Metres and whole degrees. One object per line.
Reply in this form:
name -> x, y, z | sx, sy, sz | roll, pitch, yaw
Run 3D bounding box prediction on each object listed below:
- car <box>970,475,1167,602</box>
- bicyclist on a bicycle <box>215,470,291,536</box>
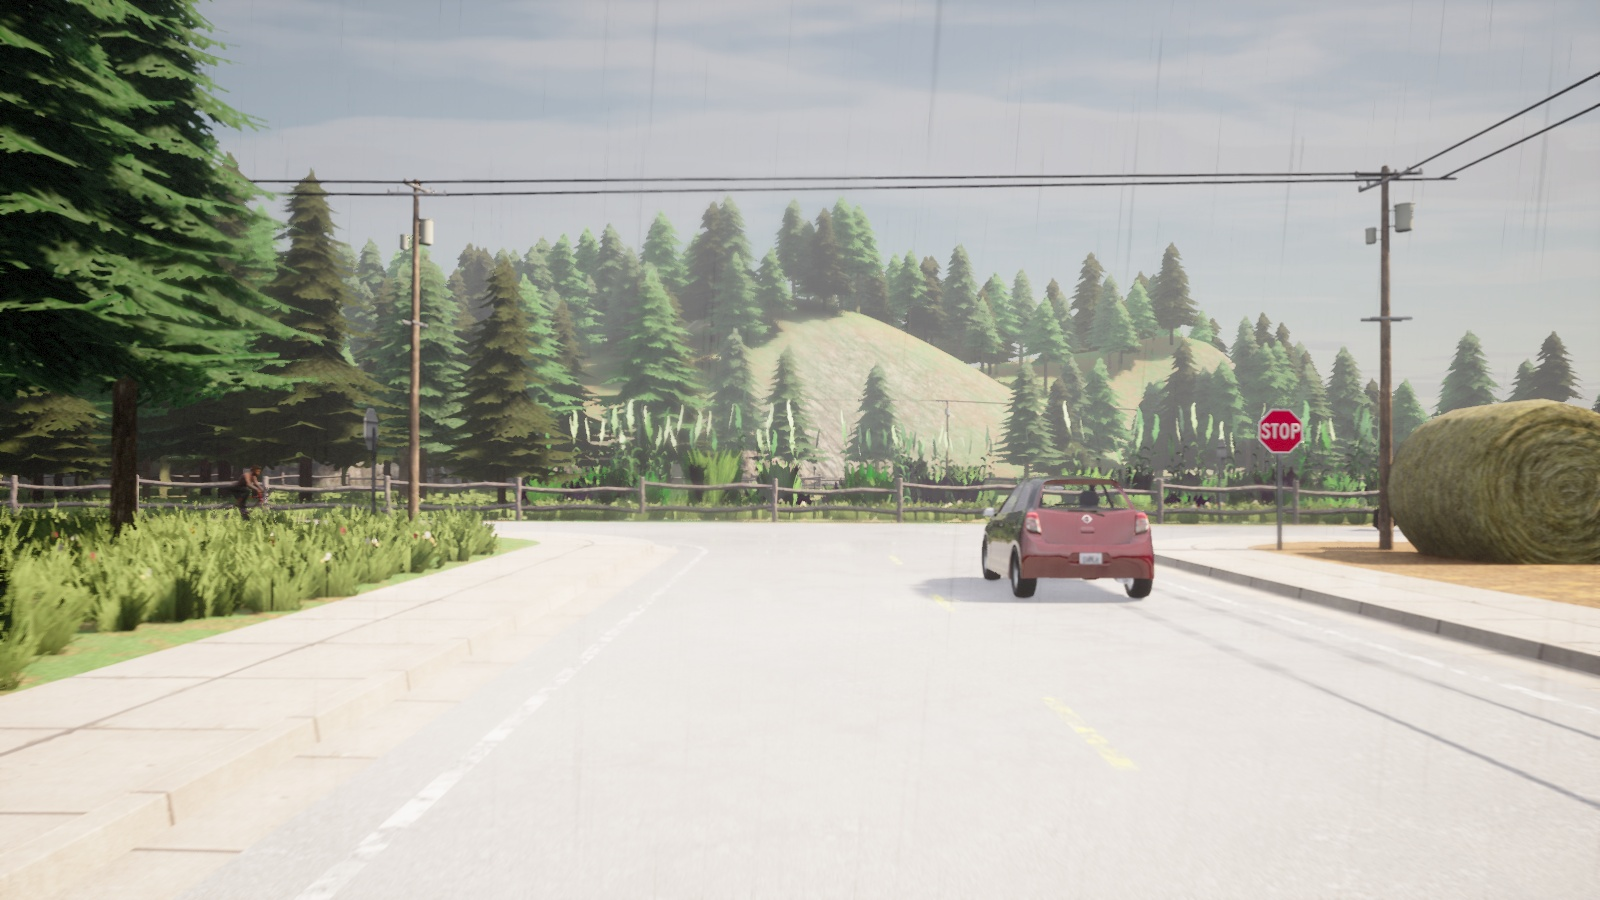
car -> 3.459, 1.097, 16.844 | 1.845, 1.501, 3.633 | 0, -1, 0
bicyclist on a bicycle -> -13.687, 1.314, 31.454 | 1.656, 1.620, 0.582 | 0, -1, 3
